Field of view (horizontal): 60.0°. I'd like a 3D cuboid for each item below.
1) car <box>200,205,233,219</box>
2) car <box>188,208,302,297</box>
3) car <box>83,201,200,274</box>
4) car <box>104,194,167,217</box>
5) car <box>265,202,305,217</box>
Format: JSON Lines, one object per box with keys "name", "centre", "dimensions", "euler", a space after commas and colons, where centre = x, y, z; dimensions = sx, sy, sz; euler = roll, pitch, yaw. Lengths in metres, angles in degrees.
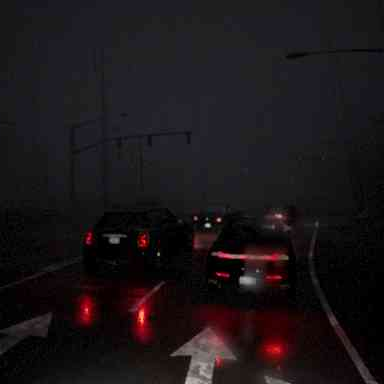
{"name": "car", "centre": [1.604, 1.388, 19.035], "dimensions": [1.895, 1.301, 4.718], "euler": [0, 1, 21]}
{"name": "car", "centre": [1.589, 1.395, 8.470], "dimensions": [2.128, 1.511, 4.902], "euler": [0, 1, 14]}
{"name": "car", "centre": [-1.411, 1.235, 10.559], "dimensions": [2.097, 1.767, 4.553], "euler": [0, 1, 16]}
{"name": "car", "centre": [-3.930, 0.888, 24.410], "dimensions": [2.033, 1.411, 5.357], "euler": [0, 1, 22]}
{"name": "car", "centre": [4.694, 1.308, 17.338], "dimensions": [1.837, 1.490, 4.892], "euler": [0, 1, 22]}
